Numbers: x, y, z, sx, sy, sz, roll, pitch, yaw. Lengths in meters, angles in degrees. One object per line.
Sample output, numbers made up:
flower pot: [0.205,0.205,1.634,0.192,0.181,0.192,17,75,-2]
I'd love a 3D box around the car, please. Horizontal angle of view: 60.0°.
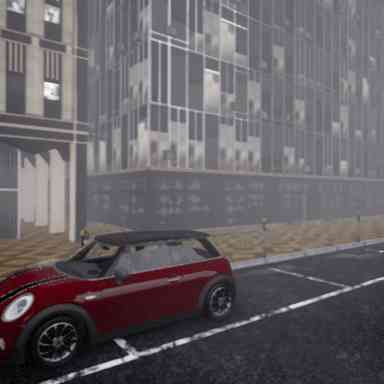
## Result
car: [-1.223,1.439,5.682,4.097,1.590,1.967,0,0,-35]
